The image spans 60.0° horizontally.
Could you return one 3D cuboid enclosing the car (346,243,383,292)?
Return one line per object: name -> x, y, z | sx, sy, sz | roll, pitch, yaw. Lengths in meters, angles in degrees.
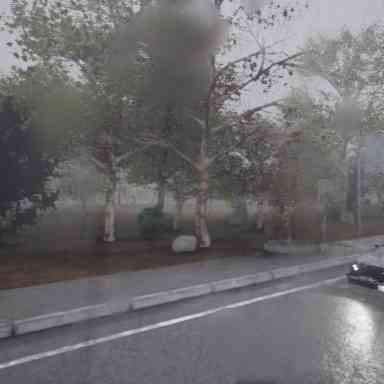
car -> 6.071, 1.566, 8.210 | 5.357, 1.411, 2.033 | 0, 0, -35
